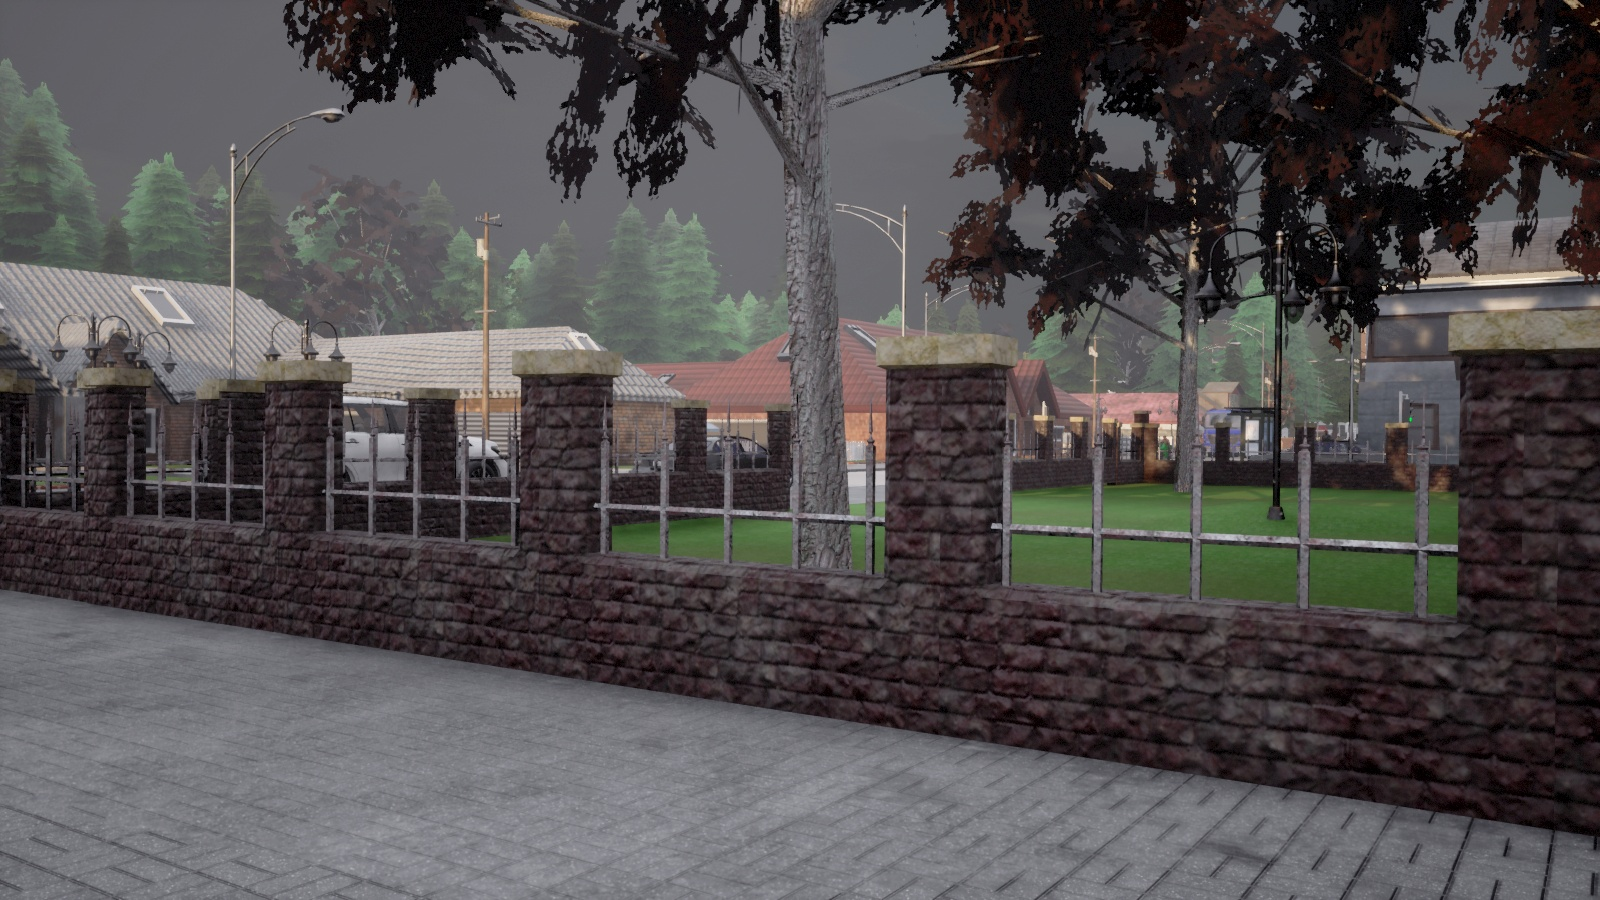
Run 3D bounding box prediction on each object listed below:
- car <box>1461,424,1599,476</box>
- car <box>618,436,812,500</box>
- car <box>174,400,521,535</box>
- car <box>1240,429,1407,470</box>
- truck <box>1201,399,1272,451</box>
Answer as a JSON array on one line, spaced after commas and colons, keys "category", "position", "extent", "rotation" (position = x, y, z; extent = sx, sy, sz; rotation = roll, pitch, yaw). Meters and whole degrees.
[{"category": "car", "position": [23.066, -0.023, 38.337], "extent": [5.008, 1.535, 1.882], "rotation": [0, 1, 30]}, {"category": "car", "position": [-1.944, 0.375, 30.879], "extent": [2.033, 1.411, 5.357], "rotation": [0, 1, 31]}, {"category": "car", "position": [-7.683, 0.219, 22.017], "extent": [2.150, 2.045, 5.566], "rotation": [0, 1, 32]}, {"category": "car", "position": [19.080, -0.020, 45.857], "extent": [5.357, 1.411, 2.033], "rotation": [0, 1, 33]}, {"category": "truck", "position": [30.754, -1.735, 88.262], "extent": [2.891, 3.462, 7.936], "rotation": [0, 1, 33]}]
